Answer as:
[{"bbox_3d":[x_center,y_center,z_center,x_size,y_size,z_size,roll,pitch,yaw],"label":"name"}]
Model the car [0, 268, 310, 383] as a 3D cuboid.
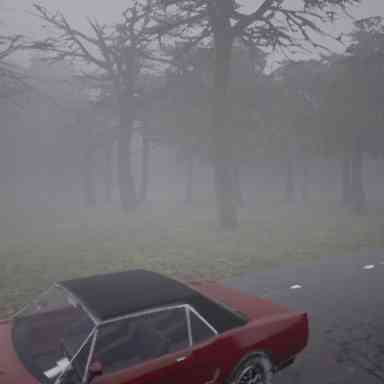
[{"bbox_3d":[-1.029,1.597,3.258,4.718,1.301,1.895,0,0,-35],"label":"car"}]
